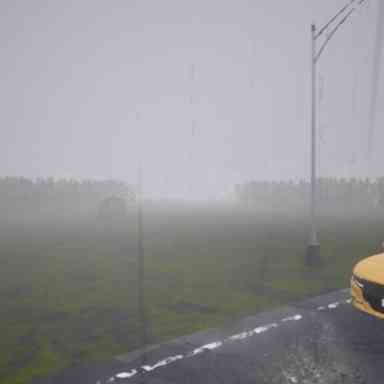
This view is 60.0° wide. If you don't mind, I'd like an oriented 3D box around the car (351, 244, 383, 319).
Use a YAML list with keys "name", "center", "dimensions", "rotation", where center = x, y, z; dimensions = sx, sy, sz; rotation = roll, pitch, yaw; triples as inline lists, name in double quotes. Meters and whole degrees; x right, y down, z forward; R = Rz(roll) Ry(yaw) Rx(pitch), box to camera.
- name: "car"
  center: [5.118, 1.452, 6.467]
  dimensions: [5.008, 1.535, 1.882]
  rotation: [0, 0, -34]
